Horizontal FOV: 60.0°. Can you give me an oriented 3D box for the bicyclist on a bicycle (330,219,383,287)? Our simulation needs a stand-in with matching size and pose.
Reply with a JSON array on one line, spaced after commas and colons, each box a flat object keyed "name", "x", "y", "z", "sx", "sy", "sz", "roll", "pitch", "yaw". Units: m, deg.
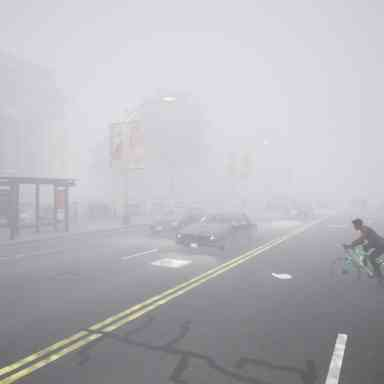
[{"name": "bicyclist on a bicycle", "x": 4.109, "y": 1.454, "z": 7.834, "sx": 1.656, "sy": 1.620, "sz": 0.582, "roll": -3, "pitch": -1, "yaw": 29}]

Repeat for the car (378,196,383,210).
[{"name": "car", "x": 25.661, "y": 1.525, "z": 43.109, "sx": 1.812, "sy": 1.442, "sz": 4.674, "roll": 0, "pitch": 0, "yaw": 32}]

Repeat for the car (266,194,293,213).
[{"name": "car", "x": 9.986, "y": 1.221, "z": 37.274, "sx": 2.150, "sy": 2.045, "sz": 5.566, "roll": 0, "pitch": 0, "yaw": 29}]

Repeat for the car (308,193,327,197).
[{"name": "car", "x": 20.380, "y": 1.221, "z": 54.009, "sx": 2.150, "sy": 2.045, "sz": 5.566, "roll": 0, "pitch": 0, "yaw": 40}]

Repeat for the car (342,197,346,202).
[{"name": "car", "x": 28.371, "y": 1.600, "z": 57.461, "sx": 4.718, "sy": 1.301, "sz": 1.895, "roll": 0, "pitch": 0, "yaw": -42}]

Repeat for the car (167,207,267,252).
[{"name": "car", "x": 1.343, "y": 1.547, "z": 14.428, "sx": 2.033, "sy": 1.411, "sz": 5.357, "roll": 0, "pitch": 0, "yaw": 29}]

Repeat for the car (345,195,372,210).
[{"name": "car", "x": 21.900, "y": 1.491, "z": 43.666, "sx": 2.128, "sy": 1.511, "sz": 4.902, "roll": 0, "pitch": 0, "yaw": 31}]

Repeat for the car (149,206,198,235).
[{"name": "car", "x": -0.477, "y": 1.526, "z": 18.371, "sx": 1.812, "sy": 1.442, "sz": 4.674, "roll": 0, "pitch": 0, "yaw": 29}]

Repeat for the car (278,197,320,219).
[{"name": "car", "x": 9.399, "y": 1.491, "z": 28.989, "sx": 2.128, "sy": 1.511, "sz": 4.902, "roll": 0, "pitch": 0, "yaw": 29}]

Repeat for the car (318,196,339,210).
[{"name": "car", "x": 17.597, "y": 1.600, "z": 43.633, "sx": 1.895, "sy": 1.301, "sz": 4.718, "roll": 0, "pitch": 0, "yaw": 30}]

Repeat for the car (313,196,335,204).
[{"name": "car", "x": 25.302, "y": 1.520, "z": 63.559, "sx": 4.674, "sy": 1.452, "sz": 2.002, "roll": 0, "pitch": 0, "yaw": -41}]
